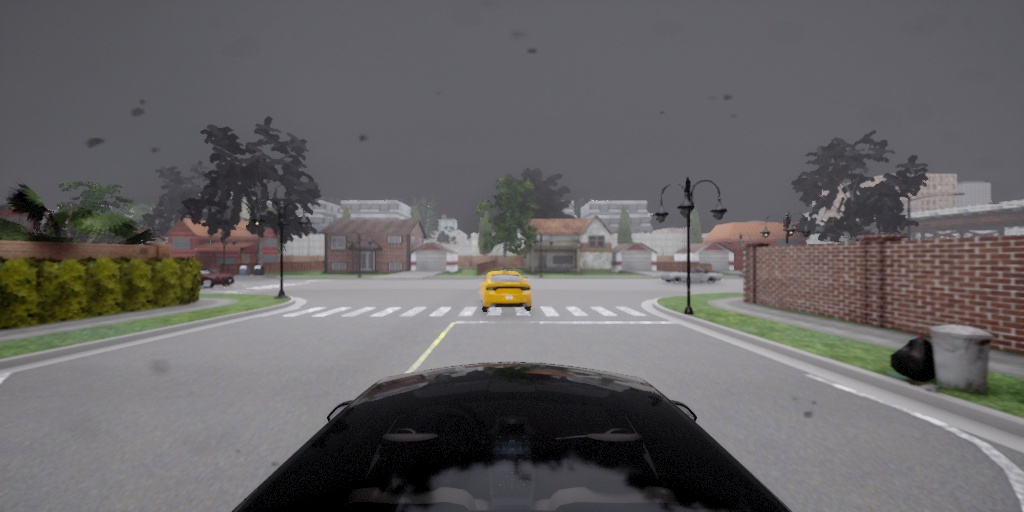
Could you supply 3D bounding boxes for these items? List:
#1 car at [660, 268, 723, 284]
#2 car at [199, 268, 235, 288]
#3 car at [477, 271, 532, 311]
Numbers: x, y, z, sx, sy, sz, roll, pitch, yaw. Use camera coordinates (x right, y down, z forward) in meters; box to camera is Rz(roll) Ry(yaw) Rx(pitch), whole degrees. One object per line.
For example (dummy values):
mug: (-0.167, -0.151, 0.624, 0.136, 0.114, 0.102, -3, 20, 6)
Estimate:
car: (15.267, 1.692, 30.742, 4.718, 1.301, 1.895, 0, 0, -1)
car: (-23.408, 1.567, 26.571, 5.008, 1.535, 1.882, 0, 0, -1)
car: (-0.424, 1.387, 15.396, 1.882, 1.535, 5.008, 1, -1, -8)
